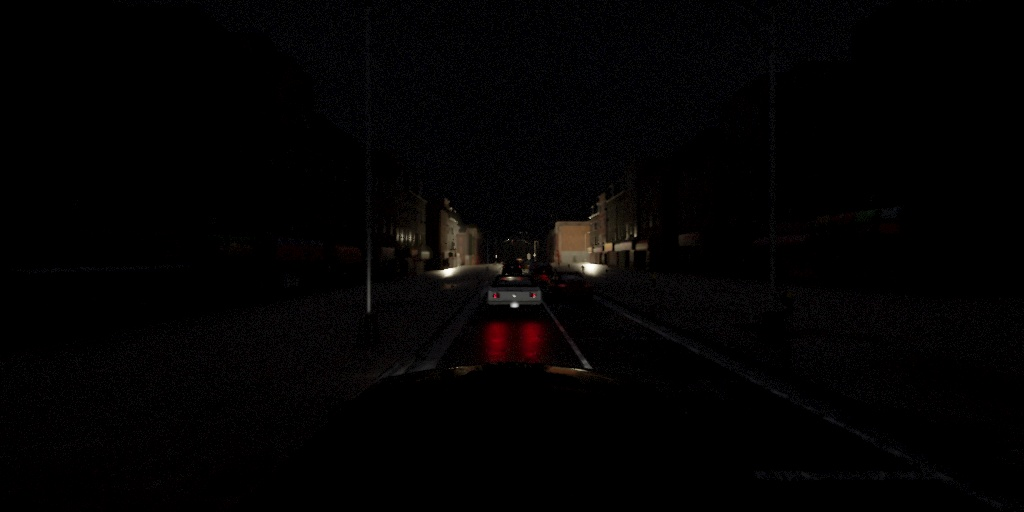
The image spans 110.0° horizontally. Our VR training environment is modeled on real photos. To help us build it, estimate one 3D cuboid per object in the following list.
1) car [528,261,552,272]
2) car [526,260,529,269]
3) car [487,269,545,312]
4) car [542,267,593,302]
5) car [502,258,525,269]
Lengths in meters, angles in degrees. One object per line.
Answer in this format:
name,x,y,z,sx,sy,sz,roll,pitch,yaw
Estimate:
car,2.960,1.288,35.611,1.882,1.535,5.008,0,0,0
car,2.956,1.361,42.612,1.812,1.442,4.674,0,0,0
car,0.090,1.362,14.237,1.895,1.301,4.718,0,0,0
car,2.615,1.345,16.705,1.802,1.307,4.207,0,0,0
car,0.030,1.175,38.616,2.097,1.767,4.553,0,0,0
